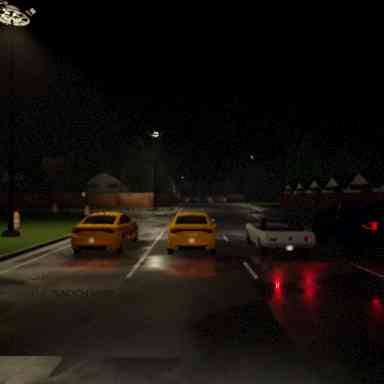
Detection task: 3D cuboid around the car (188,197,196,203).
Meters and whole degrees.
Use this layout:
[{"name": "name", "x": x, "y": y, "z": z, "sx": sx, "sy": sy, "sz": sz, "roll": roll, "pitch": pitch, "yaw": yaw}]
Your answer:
[{"name": "car", "x": -0.031, "y": 2.367, "z": 91.550, "sx": 2.128, "sy": 1.511, "sz": 4.902, "roll": 0, "pitch": -1, "yaw": 0}]

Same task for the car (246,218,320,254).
[{"name": "car", "x": 3.497, "y": 1.733, "z": 14.103, "sx": 1.895, "sy": 1.301, "sz": 4.718, "roll": 0, "pitch": 0, "yaw": 0}]

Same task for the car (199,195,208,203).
[{"name": "car", "x": 3.469, "y": 2.358, "z": 91.103, "sx": 2.033, "sy": 1.411, "sz": 5.357, "roll": 0, "pitch": -1, "yaw": 0}]

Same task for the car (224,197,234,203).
[{"name": "car", "x": 10.469, "y": 2.360, "z": 91.139, "sx": 2.033, "sy": 1.411, "sz": 5.357, "roll": 0, "pitch": -1, "yaw": 0}]

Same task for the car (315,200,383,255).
[{"name": "car", "x": 6.996, "y": 1.348, "z": 14.018, "sx": 2.150, "sy": 2.045, "sz": 5.566, "roll": 0, "pitch": 0, "yaw": 0}]

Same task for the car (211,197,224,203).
[{"name": "car", "x": 6.969, "y": 2.416, "z": 91.167, "sx": 1.895, "sy": 1.301, "sz": 4.718, "roll": 0, "pitch": -1, "yaw": 0}]

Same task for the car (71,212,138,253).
[{"name": "car", "x": -3.599, "y": 1.614, "z": 14.468, "sx": 1.882, "sy": 1.535, "sz": 5.008, "roll": 0, "pitch": 0, "yaw": 1}]

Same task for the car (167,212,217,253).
[{"name": "car", "x": 0.002, "y": 1.614, "z": 14.477, "sx": 1.882, "sy": 1.535, "sz": 5.008, "roll": 0, "pitch": 0, "yaw": 0}]
